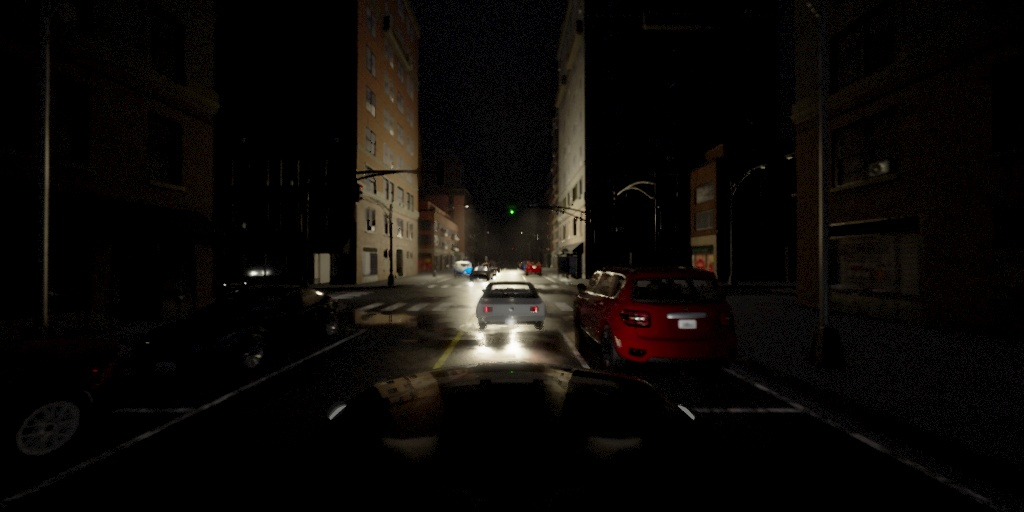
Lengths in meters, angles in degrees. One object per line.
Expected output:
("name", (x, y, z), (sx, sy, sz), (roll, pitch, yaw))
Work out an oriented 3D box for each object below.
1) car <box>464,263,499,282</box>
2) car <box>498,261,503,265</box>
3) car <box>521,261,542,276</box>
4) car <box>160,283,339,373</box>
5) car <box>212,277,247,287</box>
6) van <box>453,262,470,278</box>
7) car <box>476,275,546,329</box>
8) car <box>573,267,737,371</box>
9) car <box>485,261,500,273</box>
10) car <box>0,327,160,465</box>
("car", (-2.843, 1.672, 34.661), (2.033, 1.411, 5.357), (0, -1, 4))
("car", (-2.842, 1.914, 54.699), (1.994, 1.385, 4.181), (0, -1, -1))
("car", (2.675, 1.557, 45.130), (2.192, 1.841, 5.009), (0, 0, 0))
("car", (-5.391, 1.385, 7.755), (1.948, 1.339, 4.313), (0, 0, 0))
("car", (-17.277, 1.624, 19.630), (4.718, 1.301, 1.895), (0, -1, 0))
("van", (-5.434, 1.522, 39.717), (1.690, 1.789, 3.998), (0, 0, 0))
("car", (-0.057, 1.465, 11.673), (1.895, 1.301, 4.718), (0, -1, -1))
("car", (2.634, 1.134, 7.761), (2.192, 1.841, 5.009), (0, 0, 0))
("car", (-2.865, 1.743, 44.727), (1.837, 1.490, 4.892), (0, -1, 0))
("car", (-5.387, 1.301, 2.245), (1.888, 1.381, 4.507), (0, 0, 0))
